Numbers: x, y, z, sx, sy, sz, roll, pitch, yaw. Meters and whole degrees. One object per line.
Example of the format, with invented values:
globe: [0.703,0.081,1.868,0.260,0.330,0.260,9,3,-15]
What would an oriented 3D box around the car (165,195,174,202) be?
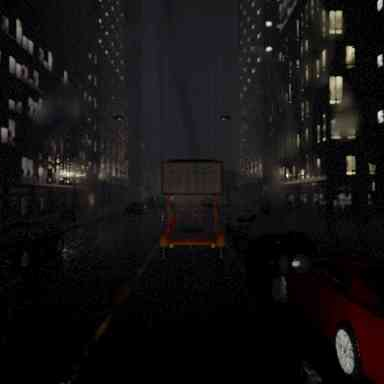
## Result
car: [-5.621,1.704,84.810,1.967,1.590,4.097,1,0,0]

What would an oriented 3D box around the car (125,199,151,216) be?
car: [-5.660,1.681,33.728,1.887,1.381,4.507,0,0,0]

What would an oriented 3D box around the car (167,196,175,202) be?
car: [-5.617,1.797,90.316,1.752,1.417,4.829,1,0,0]

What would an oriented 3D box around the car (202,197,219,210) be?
car: [2.729,1.738,45.062,1.947,1.339,4.313,0,0,0]

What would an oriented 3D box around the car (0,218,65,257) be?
car: [-5.677,1.601,11.025,2.008,1.369,4.403,0,0,0]

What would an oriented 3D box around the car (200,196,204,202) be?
car: [2.737,1.786,56.411,1.802,1.307,4.206,1,0,0]

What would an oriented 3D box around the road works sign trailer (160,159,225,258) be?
road works sign trailer: [0.009,0.523,12.929,2.380,3.560,2.880,0,0,0]

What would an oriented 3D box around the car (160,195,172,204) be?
car: [-5.628,1.559,73.459,2.192,1.841,5.009,1,0,0]

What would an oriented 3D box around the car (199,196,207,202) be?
car: [2.759,1.830,84.785,1.947,1.339,4.313,1,0,0]

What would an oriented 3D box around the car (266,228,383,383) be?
car: [2.699,1.570,5.337,1.887,1.381,4.507,0,0,0]

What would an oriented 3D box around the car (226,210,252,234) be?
car: [2.707,1.600,16.858,1.752,1.417,4.829,0,0,0]

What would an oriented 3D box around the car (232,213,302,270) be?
car: [2.703,1.601,11.012,2.008,1.369,4.403,0,0,0]

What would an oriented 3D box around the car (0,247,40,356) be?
car: [-3.101,1.501,1.932,2.128,1.511,4.902,0,0,0]

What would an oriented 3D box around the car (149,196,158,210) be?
car: [-5.651,1.612,45.081,1.967,1.590,4.097,0,0,0]

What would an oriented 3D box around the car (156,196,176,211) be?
car: [-3.060,1.656,42.936,2.128,1.511,4.902,0,0,0]
